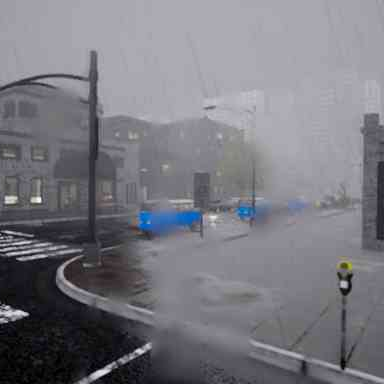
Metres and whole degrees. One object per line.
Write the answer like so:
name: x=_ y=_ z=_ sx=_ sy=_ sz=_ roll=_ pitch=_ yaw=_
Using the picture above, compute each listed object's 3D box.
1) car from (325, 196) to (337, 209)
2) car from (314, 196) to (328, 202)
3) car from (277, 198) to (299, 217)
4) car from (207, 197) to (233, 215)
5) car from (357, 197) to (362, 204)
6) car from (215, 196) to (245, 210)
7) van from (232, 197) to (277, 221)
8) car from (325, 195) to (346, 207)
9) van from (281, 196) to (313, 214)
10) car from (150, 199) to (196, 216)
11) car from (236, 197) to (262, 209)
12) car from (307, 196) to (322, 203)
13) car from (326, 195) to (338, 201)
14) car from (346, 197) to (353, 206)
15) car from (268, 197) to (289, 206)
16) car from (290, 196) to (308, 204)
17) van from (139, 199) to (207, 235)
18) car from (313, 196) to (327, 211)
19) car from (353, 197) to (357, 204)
car: x=17.918 y=1.643 z=45.488 sx=1.947 sy=1.339 sz=4.313 roll=1 pitch=0 yaw=35
car: x=30.108 y=1.643 z=77.432 sx=1.947 sy=1.339 sz=4.313 roll=1 pitch=0 yaw=35
car: x=8.399 y=1.570 z=31.930 sx=1.887 sy=1.381 sz=4.507 roll=1 pitch=0 yaw=35
car: x=2.673 y=1.439 z=33.841 sx=1.837 sy=1.490 sz=4.892 roll=1 pitch=1 yaw=35
car: x=33.783 y=1.723 z=68.083 sx=1.887 sy=1.381 sz=4.507 roll=1 pitch=0 yaw=35
car: x=4.727 y=1.359 z=41.281 sx=1.967 sy=1.590 sz=4.097 roll=1 pitch=0 yaw=35
van: x=5.228 y=1.351 z=27.411 sx=1.690 sy=1.788 sz=3.998 roll=1 pitch=0 yaw=35
car: x=21.094 y=1.411 z=50.007 sx=2.192 sy=1.841 sz=5.009 roll=1 pitch=0 yaw=35
van: x=11.575 y=1.383 z=36.449 sx=1.690 sy=1.788 sz=3.998 roll=1 pitch=0 yaw=35
car: x=-1.719 y=1.411 z=32.102 sx=1.752 sy=1.417 sz=4.829 roll=1 pitch=0 yaw=35
car: x=7.898 y=1.481 z=45.800 sx=1.887 sy=1.381 sz=4.507 roll=1 pitch=0 yaw=35
car: x=26.838 y=1.580 z=72.774 sx=1.752 sy=1.417 sz=4.829 roll=1 pitch=0 yaw=35
car: x=36.455 y=1.563 z=86.470 sx=1.967 sy=1.590 sz=4.097 roll=1 pitch=0 yaw=35
car: x=24.267 y=1.430 z=54.526 sx=2.192 sy=1.841 sz=5.009 roll=1 pitch=0 yaw=35
car: x=14.244 y=1.517 z=54.837 sx=1.887 sy=1.381 sz=4.507 roll=1 pitch=0 yaw=35
car: x=20.590 y=1.557 z=63.875 sx=1.887 sy=1.381 sz=4.507 roll=1 pitch=0 yaw=35
van: x=-1.118 y=1.322 z=18.373 sx=1.690 sy=1.788 sz=3.998 roll=1 pitch=0 yaw=35
car: x=14.843 y=1.585 z=41.108 sx=1.752 sy=1.417 sz=4.829 roll=1 pitch=0 yaw=35
car: x=27.535 y=1.661 z=59.185 sx=1.752 sy=1.417 sz=4.829 roll=1 pitch=0 yaw=35
